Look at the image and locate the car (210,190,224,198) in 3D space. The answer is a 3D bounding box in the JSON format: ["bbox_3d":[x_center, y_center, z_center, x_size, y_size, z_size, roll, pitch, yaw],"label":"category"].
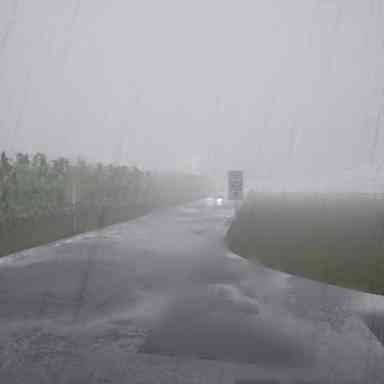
[{"bbox_3d":[4.066,0.335,53.900,1.895,1.301,4.718,0,1,10],"label":"car"}]
